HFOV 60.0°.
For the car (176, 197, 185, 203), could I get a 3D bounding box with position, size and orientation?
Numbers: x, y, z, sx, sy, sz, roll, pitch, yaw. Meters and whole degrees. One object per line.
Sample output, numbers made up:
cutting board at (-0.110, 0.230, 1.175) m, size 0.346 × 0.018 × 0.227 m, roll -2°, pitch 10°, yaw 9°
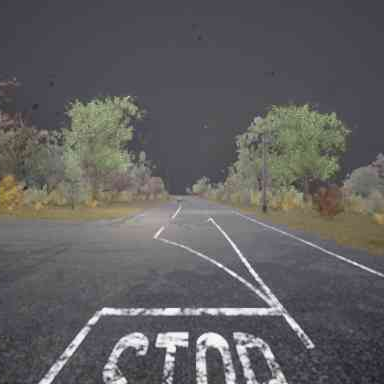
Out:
car at (-2.789, 2.059, 85.099) m, size 2.033 × 1.411 × 5.357 m, roll 0°, pitch 0°, yaw 6°
